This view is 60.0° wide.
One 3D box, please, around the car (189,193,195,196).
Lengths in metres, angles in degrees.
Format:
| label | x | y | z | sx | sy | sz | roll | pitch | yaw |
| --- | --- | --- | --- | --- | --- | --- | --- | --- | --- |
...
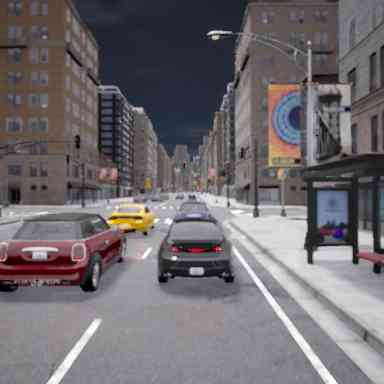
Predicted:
| label | x | y | z | sx | sy | sz | roll | pitch | yaw |
| --- | --- | --- | --- | --- | --- | --- | --- | --- | --- |
| car | 0.005 | 1.143 | 82.633 | 1.882 | 1.535 | 5.008 | 0 | 0 | 0 |

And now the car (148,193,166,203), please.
| label | x | y | z | sx | sy | sz | roll | pitch | yaw |
| --- | --- | --- | --- | --- | --- | --- | --- | --- | --- |
| car | -6.525 | 1.321 | 62.975 | 1.994 | 1.385 | 4.181 | 0 | 0 | 1 |

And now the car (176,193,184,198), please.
| label | x | y | z | sx | sy | sz | roll | pitch | yaw |
| --- | --- | --- | --- | --- | --- | --- | --- | --- | --- |
| car | -3.245 | 0.979 | 93.052 | 2.128 | 1.511 | 4.902 | 0 | 0 | 0 |

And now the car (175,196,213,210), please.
| label | x | y | z | sx | sy | sz | roll | pitch | yaw |
| --- | --- | --- | --- | --- | --- | --- | --- | --- | --- |
| car | 0.096 | 1.282 | 18.489 | 2.097 | 1.767 | 4.553 | 0 | 0 | 0 |

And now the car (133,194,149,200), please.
| label | x | y | z | sx | sy | sz | roll | pitch | yaw |
| --- | --- | --- | --- | --- | --- | --- | --- | --- | --- |
| car | -9.773 | 1.110 | 63.027 | 2.097 | 1.767 | 4.553 | 0 | 0 | 1 |

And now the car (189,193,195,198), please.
| label | x | y | z | sx | sy | sz | roll | pitch | yaw |
| --- | --- | --- | --- | --- | --- | --- | --- | --- | --- |
| car | 0.005 | 1.048 | 93.082 | 1.895 | 1.301 | 4.718 | 0 | 0 | 0 |

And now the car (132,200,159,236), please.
| label | x | y | z | sx | sy | sz | roll | pitch | yaw |
| --- | --- | --- | --- | --- | --- | --- | --- | --- | --- |
| car | -3.153 | 1.409 | 18.133 | 1.882 | 1.535 | 5.008 | 0 | 0 | 0 |

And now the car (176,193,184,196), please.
| label | x | y | z | sx | sy | sz | roll | pitch | yaw |
| --- | --- | --- | --- | --- | --- | --- | --- | --- | --- |
| car | -3.245 | 1.259 | 83.081 | 1.895 | 1.301 | 4.718 | 0 | 0 | 0 |

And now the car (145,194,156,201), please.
| label | x | y | z | sx | sy | sz | roll | pitch | yaw |
| --- | --- | --- | --- | --- | --- | --- | --- | --- | --- |
| car | -9.746 | 1.247 | 78.015 | 1.994 | 1.385 | 4.181 | 0 | 0 | 0 |

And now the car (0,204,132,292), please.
| label | x | y | z | sx | sy | sz | roll | pitch | yaw |
| --- | --- | --- | --- | --- | --- | --- | --- | --- | --- |
| car | -3.154 | 1.317 | 9.005 | 2.097 | 1.767 | 4.553 | 0 | 0 | 0 |

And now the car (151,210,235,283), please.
| label | x | y | z | sx | sy | sz | roll | pitch | yaw |
| --- | --- | --- | --- | --- | --- | --- | --- | --- | --- |
| car | 0.093 | 1.465 | 9.557 | 1.837 | 1.490 | 4.892 | 0 | 0 | 0 |

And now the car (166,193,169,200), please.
| label | x | y | z | sx | sy | sz | roll | pitch | yaw |
| --- | --- | --- | --- | --- | --- | --- | --- | --- | --- |
| car | -6.496 | 1.050 | 78.091 | 2.097 | 1.767 | 4.553 | 0 | 0 | 0 |
